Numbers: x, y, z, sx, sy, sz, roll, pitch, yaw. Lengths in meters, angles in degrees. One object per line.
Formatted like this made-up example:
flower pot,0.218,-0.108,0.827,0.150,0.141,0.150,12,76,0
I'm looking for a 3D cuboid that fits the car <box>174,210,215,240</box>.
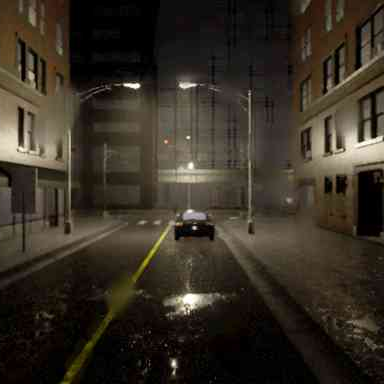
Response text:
car,0.107,1.604,17.180,1.994,1.385,4.181,0,0,0
